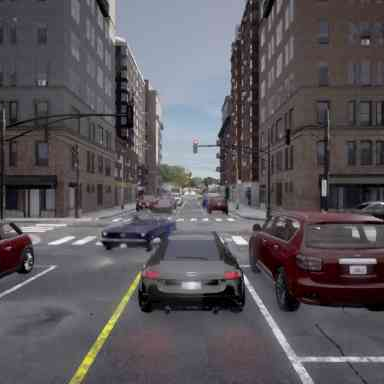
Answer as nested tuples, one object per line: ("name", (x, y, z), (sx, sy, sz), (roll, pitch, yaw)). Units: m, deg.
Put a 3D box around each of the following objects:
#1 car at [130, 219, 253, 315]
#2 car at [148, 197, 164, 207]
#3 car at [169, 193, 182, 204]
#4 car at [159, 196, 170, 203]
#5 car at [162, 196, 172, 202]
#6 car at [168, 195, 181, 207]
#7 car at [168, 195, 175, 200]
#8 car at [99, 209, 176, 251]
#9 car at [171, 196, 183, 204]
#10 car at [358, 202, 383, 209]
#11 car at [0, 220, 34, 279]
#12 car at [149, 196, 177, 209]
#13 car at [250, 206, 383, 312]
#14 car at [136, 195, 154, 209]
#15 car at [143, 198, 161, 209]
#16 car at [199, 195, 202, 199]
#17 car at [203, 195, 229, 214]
("car", (0.014, 1.564, 7.677), (1.994, 1.385, 4.181), (0, 0, 1))
("car", (-5.488, 1.548, 51.209), (2.008, 1.369, 4.403), (0, 0, 0))
("car", (-2.845, 1.218, 53.163), (2.150, 2.045, 5.566), (0, 0, 1))
("car", (-5.505, 1.540, 67.720), (1.887, 1.381, 4.507), (0, 0, 0))
("car", (-5.511, 1.539, 73.223), (1.887, 1.381, 4.507), (0, 0, 0))
("car", (-2.891, 1.489, 43.284), (2.128, 1.511, 4.902), (0, 0, 0))
("car", (-5.528, 1.575, 89.735), (1.802, 1.307, 4.206), (0, 0, 0))
("car", (-2.067, 1.601, 13.968), (1.895, 1.301, 4.718), (0, 0, 10))
("car", (-2.849, 1.560, 63.222), (1.994, 1.385, 4.181), (0, 0, 1))
("car", (12.307, 1.467, 22.758), (4.892, 1.490, 1.837), (0, 0, 0))
("car", (-5.397, 1.440, 7.642), (1.967, 1.590, 4.097), (0, 0, 0))
("car", (-2.894, 1.476, 33.729), (1.882, 1.535, 5.008), (0, 0, 0))
("car", (2.628, 1.315, 7.654), (2.192, 1.841, 5.009), (0, 0, 0))
("car", (-5.476, 1.313, 40.201), (2.192, 1.841, 5.009), (0, 0, 0))
("car", (-5.482, 1.563, 45.705), (1.947, 1.339, 4.313), (0, 0, 0))
("car", (2.614, 1.312, 51.222), (2.192, 1.841, 5.009), (0, 0, 0))
("car", (2.651, 1.313, 34.710), (2.192, 1.841, 5.009), (0, 0, 0))
